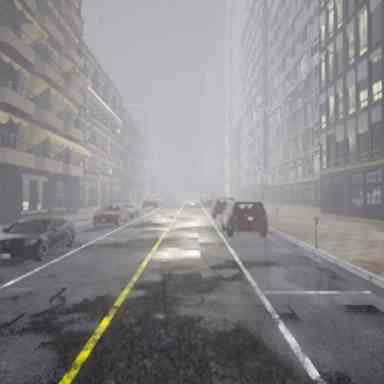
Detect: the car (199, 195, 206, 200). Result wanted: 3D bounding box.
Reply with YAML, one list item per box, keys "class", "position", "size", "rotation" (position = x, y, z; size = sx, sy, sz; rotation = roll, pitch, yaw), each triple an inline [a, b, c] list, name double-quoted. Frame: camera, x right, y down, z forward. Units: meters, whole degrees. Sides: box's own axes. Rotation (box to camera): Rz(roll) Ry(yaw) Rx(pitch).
- class: "car"
  position: [2.816, 1.538, 91.365]
  size: [1.887, 1.381, 4.507]
  rotation: [1, 0, 0]

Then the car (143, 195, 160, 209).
- class: "car"
  position: [-5.617, 1.322, 46.167]
  size: [2.192, 1.841, 5.009]
  rotation: [1, 0, 0]

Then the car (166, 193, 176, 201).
- class: "car"
  position: [-5.568, 1.311, 85.727]
  size: [2.192, 1.841, 5.009]
  rotation: [1, 0, 0]

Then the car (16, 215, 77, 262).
- class: "car"
  position: [-5.663, 1.571, 12.259]
  size: [1.947, 1.339, 4.313]
  rotation: [1, 0, 0]

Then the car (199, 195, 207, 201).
- class: "car"
  position: [2.808, 1.561, 85.714]
  size: [1.947, 1.339, 4.313]
  rotation: [1, 0, 0]

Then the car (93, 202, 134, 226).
- class: "car"
  position: [-5.649, 1.552, 23.563]
  size: [1.887, 1.381, 4.507]
  rotation: [1, 0, 0]

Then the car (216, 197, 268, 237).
- class: "car"
  position: [2.728, 1.321, 17.898]
  size: [2.192, 1.841, 5.009]
  rotation: [1, 0, 0]

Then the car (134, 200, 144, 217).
- class: "car"
  position: [-5.642, 1.533, 29.043]
  size: [1.752, 1.417, 4.829]
  rotation: [1, 0, 0]

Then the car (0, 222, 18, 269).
- class: "car"
  position: [-5.670, 1.548, 6.608]
  size: [1.887, 1.381, 4.507]
  rotation: [1, 0, 0]

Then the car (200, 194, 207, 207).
- class: "car"
  position: [2.768, 1.445, 51.806]
  size: [1.967, 1.590, 4.097]
  rotation: [1, 0, 0]

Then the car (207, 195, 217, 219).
- class: "car"
  position: [2.742, 1.323, 29.201]
  size: [2.192, 1.841, 5.009]
  rotation: [1, 0, 0]
